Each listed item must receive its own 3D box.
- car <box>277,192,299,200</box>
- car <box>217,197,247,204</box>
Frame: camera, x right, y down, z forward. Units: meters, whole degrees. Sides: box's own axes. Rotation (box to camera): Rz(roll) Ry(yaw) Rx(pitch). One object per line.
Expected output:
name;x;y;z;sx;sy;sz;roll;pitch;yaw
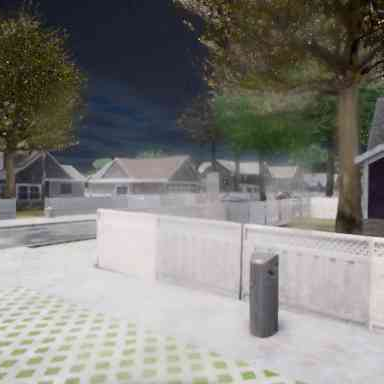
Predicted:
car;13.626;0.634;47.092;2.097;1.767;4.553;1;1;35
car;4.169;1.196;34.002;1.994;1.385;4.181;1;1;36
